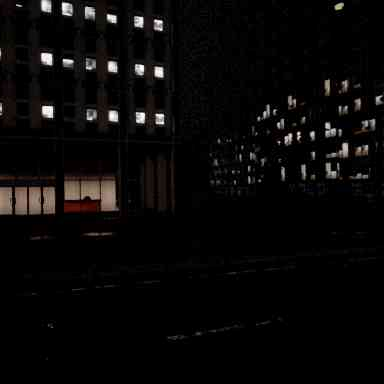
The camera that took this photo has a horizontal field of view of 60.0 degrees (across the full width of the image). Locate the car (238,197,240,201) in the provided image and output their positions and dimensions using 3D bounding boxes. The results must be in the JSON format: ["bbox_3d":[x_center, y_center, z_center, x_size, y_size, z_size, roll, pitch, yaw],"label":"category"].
[{"bbox_3d":[9.817,1.060,59.029,1.802,1.307,4.206,0,1,-21],"label":"car"}]

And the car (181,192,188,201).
[{"bbox_3d":[-2.088,1.056,66.627,2.008,1.369,4.403,0,1,-21],"label":"car"}]

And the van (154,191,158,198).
[{"bbox_3d":[-8.215,0.687,82.537,1.690,1.788,3.998,0,1,-21],"label":"van"}]

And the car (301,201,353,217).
[{"bbox_3d":[12.086,1.434,29.453,1.947,1.339,4.313,0,1,-21],"label":"car"}]

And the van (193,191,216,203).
[{"bbox_3d":[1.996,0.952,56.017,1.690,1.788,3.998,0,1,-21],"label":"van"}]

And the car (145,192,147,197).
[{"bbox_3d":[-10.257,0.733,87.841,1.967,1.590,4.097,0,1,-21],"label":"car"}]

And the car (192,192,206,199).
[{"bbox_3d":[1.647,0.706,80.243,1.967,1.590,4.097,0,1,-21],"label":"car"}]

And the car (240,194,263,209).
[{"bbox_3d":[8.072,1.332,40.090,1.947,1.339,4.313,0,1,-21],"label":"car"}]

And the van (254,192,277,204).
[{"bbox_3d":[11.858,0.871,53.722,1.690,1.788,3.998,0,1,-21],"label":"van"}]

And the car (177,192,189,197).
[{"bbox_3d":[-2.436,0.710,90.852,2.008,1.369,4.403,0,1,-21],"label":"car"}]

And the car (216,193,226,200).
[{"bbox_3d":[5.733,0.954,69.637,1.802,1.307,4.206,0,1,-21],"label":"car"}]

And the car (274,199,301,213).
[{"bbox_3d":[10.060,1.399,34.765,1.802,1.307,4.206,0,1,-21],"label":"car"}]

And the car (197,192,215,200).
[{"bbox_3d":[2.864,0.879,69.858,1.882,1.535,5.008,-1,1,-21],"label":"car"}]

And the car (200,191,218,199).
[{"bbox_3d":[3.689,0.634,74.938,2.192,1.841,5.009,0,1,-21],"label":"car"}]
